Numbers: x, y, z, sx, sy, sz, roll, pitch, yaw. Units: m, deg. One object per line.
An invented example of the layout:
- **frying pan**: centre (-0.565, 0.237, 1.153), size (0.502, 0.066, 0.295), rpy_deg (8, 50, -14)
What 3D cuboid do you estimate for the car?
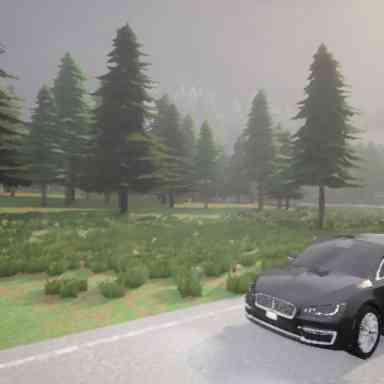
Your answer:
- **car**: centre (3.137, 1.573, 6.182), size (4.892, 1.490, 1.837), rpy_deg (1, -1, -35)
